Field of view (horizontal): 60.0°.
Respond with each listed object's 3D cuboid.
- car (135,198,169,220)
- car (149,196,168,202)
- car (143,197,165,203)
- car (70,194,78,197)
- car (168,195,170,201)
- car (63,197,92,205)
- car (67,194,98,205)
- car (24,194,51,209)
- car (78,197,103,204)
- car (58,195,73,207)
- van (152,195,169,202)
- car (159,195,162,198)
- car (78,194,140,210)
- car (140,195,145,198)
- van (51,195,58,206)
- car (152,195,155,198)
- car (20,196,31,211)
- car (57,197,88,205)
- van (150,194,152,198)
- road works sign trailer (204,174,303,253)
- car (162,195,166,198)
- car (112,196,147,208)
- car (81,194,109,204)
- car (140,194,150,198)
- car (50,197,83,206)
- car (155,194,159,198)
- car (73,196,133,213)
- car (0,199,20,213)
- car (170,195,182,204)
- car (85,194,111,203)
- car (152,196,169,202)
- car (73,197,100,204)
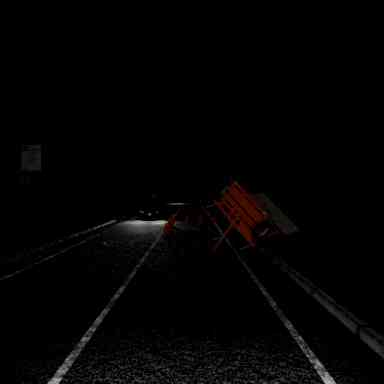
[{"bbox_3d":[-3.249,1.480,28.002,1.837,1.490,4.892,0,0,0],"label":"car"},{"bbox_3d":[-8.891,1.977,89.307,5.008,1.535,2.097,0,-1,0],"label":"car"},{"bbox_3d":[-8.910,1.869,78.095,4.792,1.488,2.163,0,-1,0],"label":"car"},{"bbox_3d":[-21.745,1.605,55.557,5.366,1.575,1.946,0,-1,0],"label":"car"},{"bbox_3d":[-8.863,1.973,86.504,4.792,1.488,2.163,0,-1,0],"label":"car"},{"bbox_3d":[-21.970,1.714,63.913,4.792,1.488,2.163,0,-1,0],"label":"car"},{"bbox_3d":[-21.917,1.460,66.699,5.566,2.045,2.435,0,-1,0],"label":"car"},{"bbox_3d":[-21.892,1.385,44.421,4.553,1.767,2.185,0,0,0],"label":"car"},{"bbox_3d":[-21.950,1.810,72.143,4.674,1.452,2.002,0,-1,0],"label":"car"},{"bbox_3d":[-21.925,1.623,52.772,4.674,1.452,2.002,0,-1,0],"label":"car"},{"bbox_3d":[-8.783,1.786,92.113,4.442,1.987,1.878,0,-1,0],"label":"van"},{"bbox_3d":[-8.887,1.408,61.282,5.566,2.045,2.435,0,-1,0],"label":"car"},{"bbox_3d":[-8.874,1.208,36.054,5.566,2.045,2.435,0,0,0],"label":"car"},{"bbox_3d":[-8.849,1.490,41.656,4.892,1.521,2.231,0,0,0],"label":"car"},{"bbox_3d":[-22.040,1.307,47.202,4.442,1.987,1.878,0,0,0],"label":"van"},{"bbox_3d":[-8.842,1.584,52.870,4.892,1.521,2.231,0,-1,0],"label":"car"},{"bbox_3d":[-21.926,1.513,38.851,4.674,1.452,2.002,0,0,0],"label":"car"},{"bbox_3d":[-21.908,1.689,61.128,4.792,1.488,2.163,0,-1,0],"label":"car"},{"bbox_3d":[-8.730,1.332,50.068,4.442,1.987,1.878,0,-1,0],"label":"van"},{"bbox_3d":[2.367,1.056,12.647,3.560,2.880,2.380,-5,45,-44],"label":"road works sign trailer"},{"bbox_3d":[-8.868,1.772,72.492,5.008,1.535,2.097,0,-1,0],"label":"car"},{"bbox_3d":[-8.813,1.407,47.263,4.553,1.767,2.185,0,-1,0],"label":"car"},{"bbox_3d":[-21.927,1.552,75.054,5.566,2.045,2.435,0,-1,0],"label":"car"},{"bbox_3d":[-8.872,1.259,44.464,5.566,2.045,2.435,0,0,0],"label":"car"},{"bbox_3d":[-21.928,1.634,58.343,5.008,1.535,2.097,0,-1,0],"label":"car"},{"bbox_3d":[-8.849,1.634,58.476,5.008,1.535,2.097,0,-1,0],"label":"car"},{"bbox_3d":[-8.841,1.450,33.251,4.892,1.521,2.231,0,0,0],"label":"car"},{"bbox_3d":[-21.930,1.458,36.065,5.008,1.535,2.097,0,0,0],"label":"car"},{"bbox_3d":[-3.249,1.879,73.421,1.994,1.385,4.181,0,-1,0],"label":"car"},{"bbox_3d":[-21.932,1.585,77.715,5.566,2.045,2.435,0,-1,0],"label":"car"},{"bbox_3d":[-8.935,1.921,94.915,4.553,1.767,2.185,0,-1,0],"label":"car"},{"bbox_3d":[-21.944,1.741,69.483,5.008,1.535,2.097,0,-1,0],"label":"car"}]
